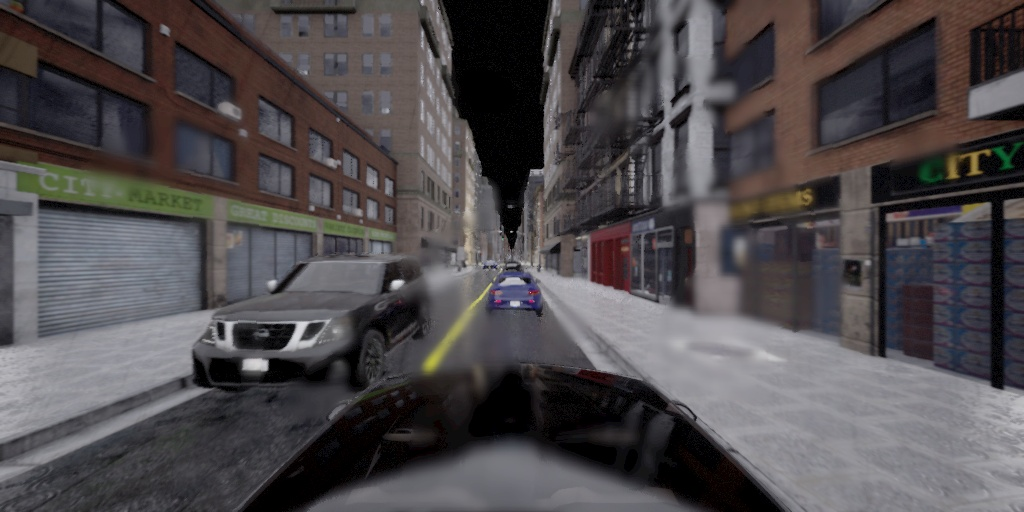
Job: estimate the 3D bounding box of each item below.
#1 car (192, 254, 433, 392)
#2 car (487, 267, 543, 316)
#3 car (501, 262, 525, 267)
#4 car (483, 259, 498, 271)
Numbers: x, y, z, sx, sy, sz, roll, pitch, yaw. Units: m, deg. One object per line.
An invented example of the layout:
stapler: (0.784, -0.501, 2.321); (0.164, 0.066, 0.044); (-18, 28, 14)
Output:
car: (-3.101, 0.980, 7.103); (2.150, 2.045, 5.566); (0, 0, 0)
car: (0.096, 1.291, 13.253); (1.812, 1.442, 4.674); (0, 0, 0)
car: (0.096, 1.285, 30.941); (1.837, 1.490, 4.892); (0, 0, 0)
car: (-3.006, 1.180, 50.107); (1.882, 1.535, 5.008); (0, 0, 0)
